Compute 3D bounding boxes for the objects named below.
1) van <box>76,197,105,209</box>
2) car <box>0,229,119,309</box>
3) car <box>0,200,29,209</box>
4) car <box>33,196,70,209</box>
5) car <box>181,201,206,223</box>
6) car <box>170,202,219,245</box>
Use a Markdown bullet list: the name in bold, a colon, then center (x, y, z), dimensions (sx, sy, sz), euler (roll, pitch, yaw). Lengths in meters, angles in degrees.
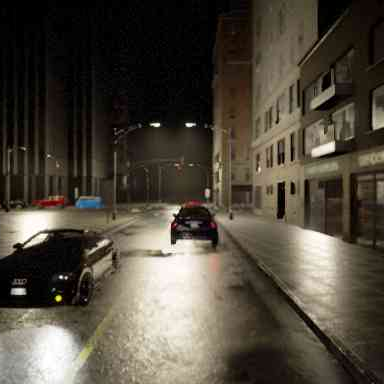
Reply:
- **van**: center (-14.743, 1.602, 48.540), dimensions (3.998, 1.788, 1.690), euler (0, 0, -1)
- **car**: center (-3.088, 1.597, 7.919), dimensions (1.994, 1.385, 4.181), euler (0, 0, 0)
- **car**: center (-26.023, 1.821, 48.362), dimensions (4.313, 1.339, 1.947), euler (0, 0, -1)
- **car**: center (-20.383, 1.574, 48.451), dimensions (5.009, 1.841, 2.192), euler (0, 0, -1)
- **car**: center (0.089, 1.601, 27.726), dimensions (1.882, 1.535, 5.008), euler (0, 0, 0)
- **car**: center (0.095, 1.421, 15.992), dimensions (2.097, 1.767, 4.553), euler (0, 0, 0)
